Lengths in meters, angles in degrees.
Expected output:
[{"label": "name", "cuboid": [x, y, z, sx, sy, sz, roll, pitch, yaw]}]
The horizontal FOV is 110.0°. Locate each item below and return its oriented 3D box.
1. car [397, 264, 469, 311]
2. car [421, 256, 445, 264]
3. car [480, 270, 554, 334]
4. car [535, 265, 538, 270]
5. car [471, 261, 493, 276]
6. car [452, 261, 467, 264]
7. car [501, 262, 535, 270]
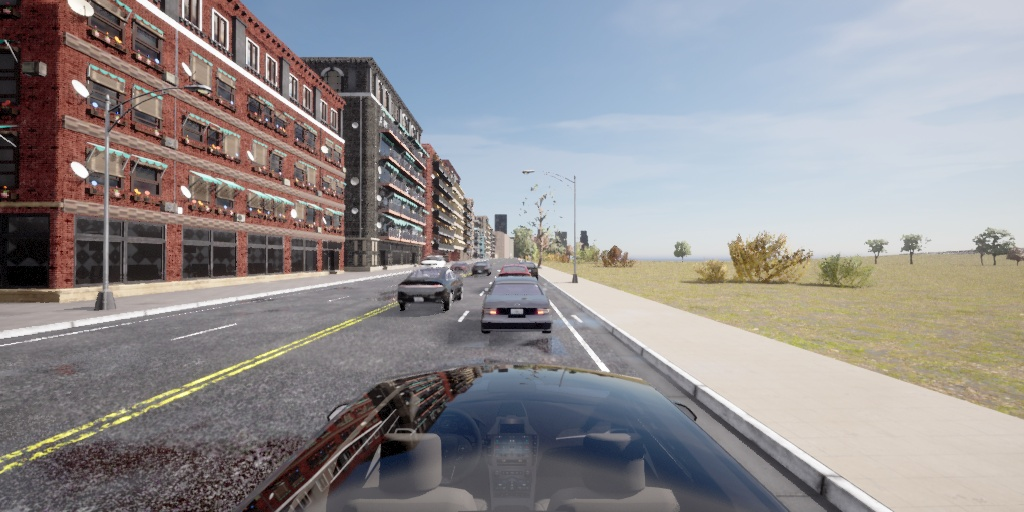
[{"label": "car", "cuboid": [-3.126, 1.242, 14.472, 2.128, 1.511, 4.902, 0, 0, 0]}, {"label": "car", "cuboid": [-9.761, 0.975, 44.603, 2.150, 2.045, 5.566, 0, 0, 0]}, {"label": "car", "cuboid": [0.117, 1.299, 10.619, 2.033, 1.411, 5.357, 0, 0, 0]}, {"label": "car", "cuboid": [1.197, 1.232, 30.596, 1.882, 1.535, 5.008, 0, 0, 0]}, {"label": "car", "cuboid": [-3.075, 1.279, 36.982, 1.812, 1.442, 4.674, 0, 0, 0]}, {"label": "car", "cuboid": [-6.510, 1.317, 44.785, 1.994, 1.385, 4.181, 0, 0, 0]}, {"label": "car", "cuboid": [0.142, 1.231, 21.159, 1.882, 1.535, 5.008, 0, 0, 0]}]
